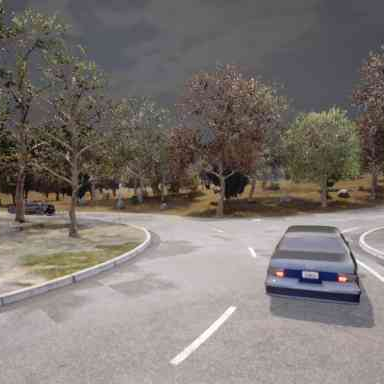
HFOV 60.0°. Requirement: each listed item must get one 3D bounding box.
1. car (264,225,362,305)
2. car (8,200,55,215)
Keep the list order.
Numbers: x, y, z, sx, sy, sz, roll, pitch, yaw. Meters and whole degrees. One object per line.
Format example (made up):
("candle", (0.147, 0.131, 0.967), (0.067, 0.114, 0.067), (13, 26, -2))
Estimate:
("car", (3.038, 1.551, 8.357), (2.033, 1.411, 5.357), (0, 0, 21))
("car", (-15.461, 1.506, 32.125), (4.181, 1.385, 1.994), (0, 0, 9))
